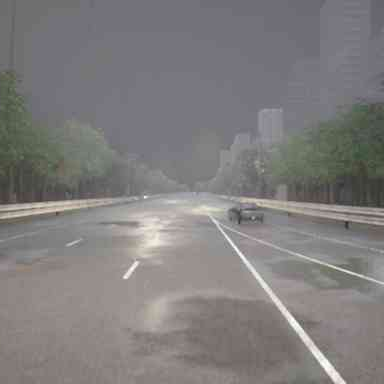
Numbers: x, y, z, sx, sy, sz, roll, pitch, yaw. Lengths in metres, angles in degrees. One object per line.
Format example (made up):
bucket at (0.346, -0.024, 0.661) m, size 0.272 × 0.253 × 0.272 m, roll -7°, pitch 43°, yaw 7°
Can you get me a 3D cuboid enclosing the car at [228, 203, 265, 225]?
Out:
car at (3.860, 1.512, 24.285) m, size 2.128 × 1.511 × 4.902 m, roll 0°, pitch 0°, yaw -5°
